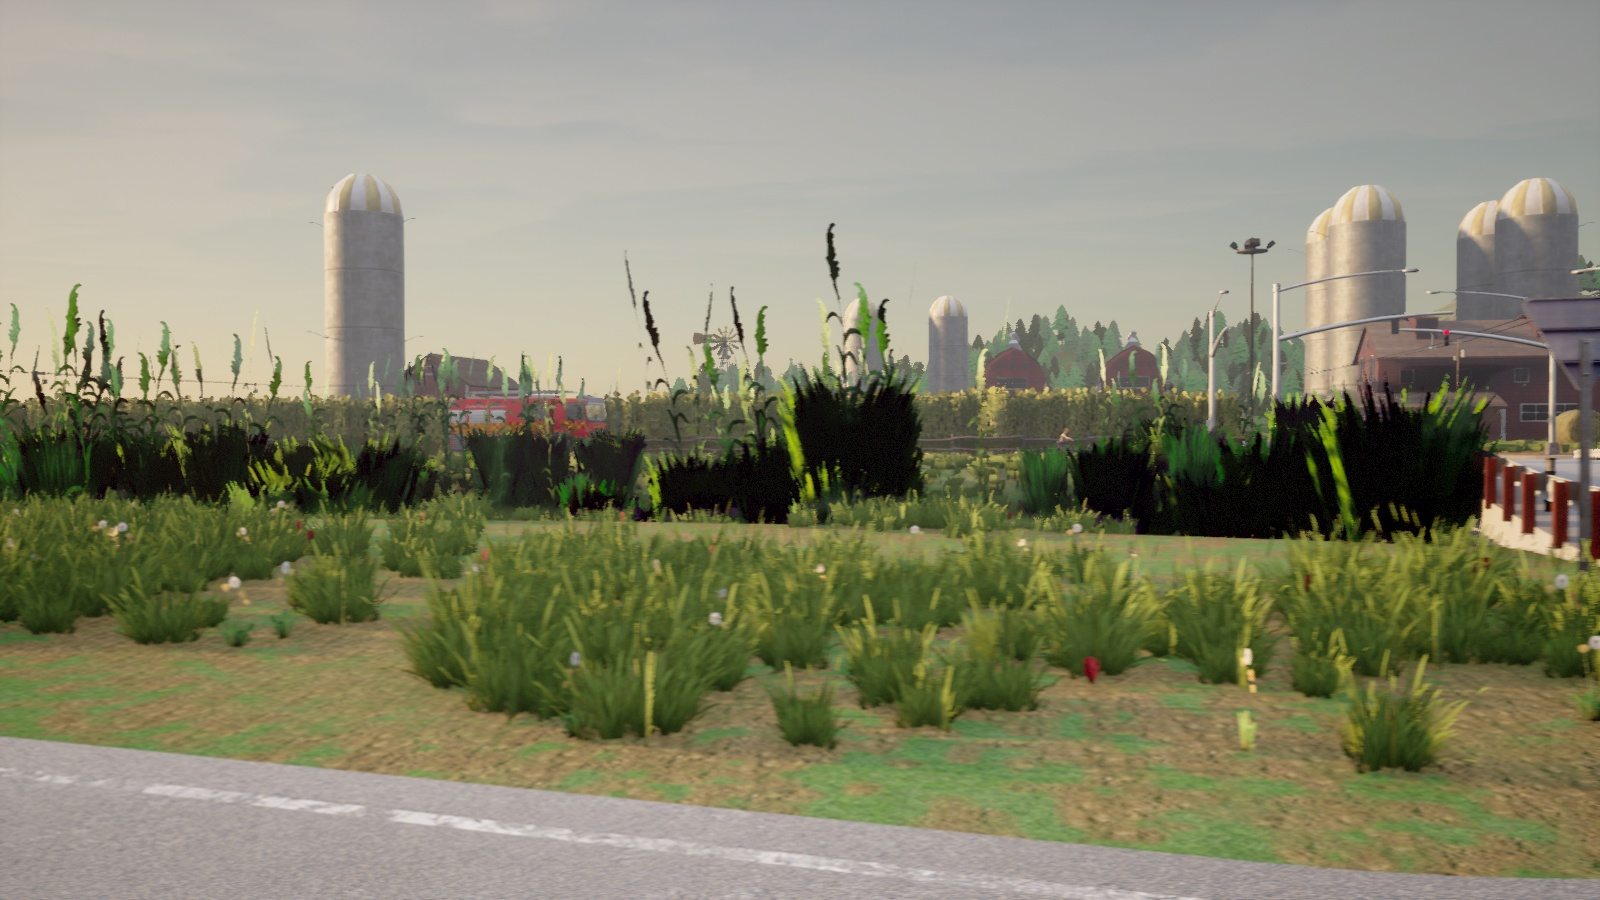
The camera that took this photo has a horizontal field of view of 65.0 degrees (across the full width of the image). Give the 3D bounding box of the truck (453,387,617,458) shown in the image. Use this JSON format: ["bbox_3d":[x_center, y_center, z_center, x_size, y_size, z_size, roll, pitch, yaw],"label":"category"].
[{"bbox_3d":[-14.707,-1.516,69.791,8.468,3.827,2.891,0,1,12],"label":"truck"}]
